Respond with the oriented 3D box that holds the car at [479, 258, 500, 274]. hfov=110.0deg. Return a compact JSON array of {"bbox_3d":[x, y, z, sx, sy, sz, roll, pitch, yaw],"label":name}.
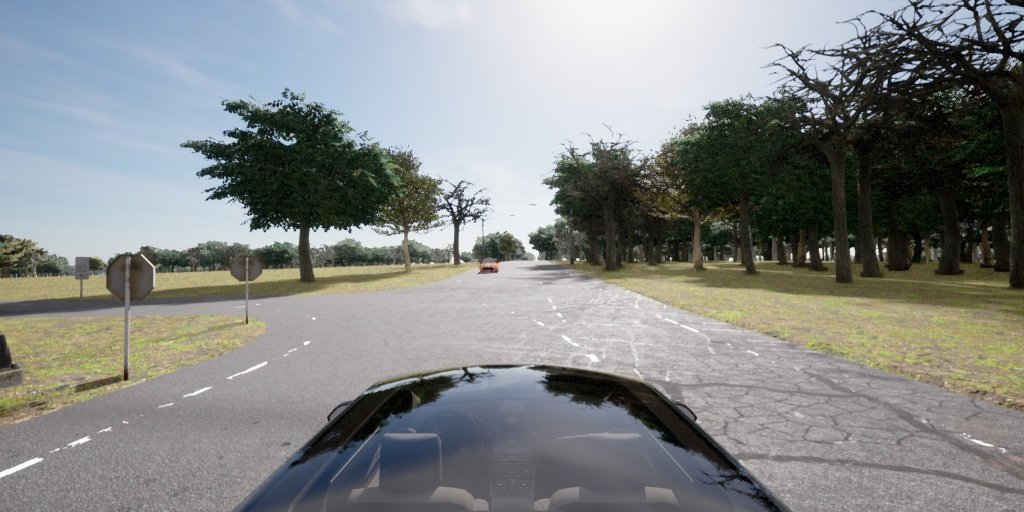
[{"bbox_3d":[-2.611,1.088,42.175,2.097,1.767,4.553,-1,1,2],"label":"car"}]
